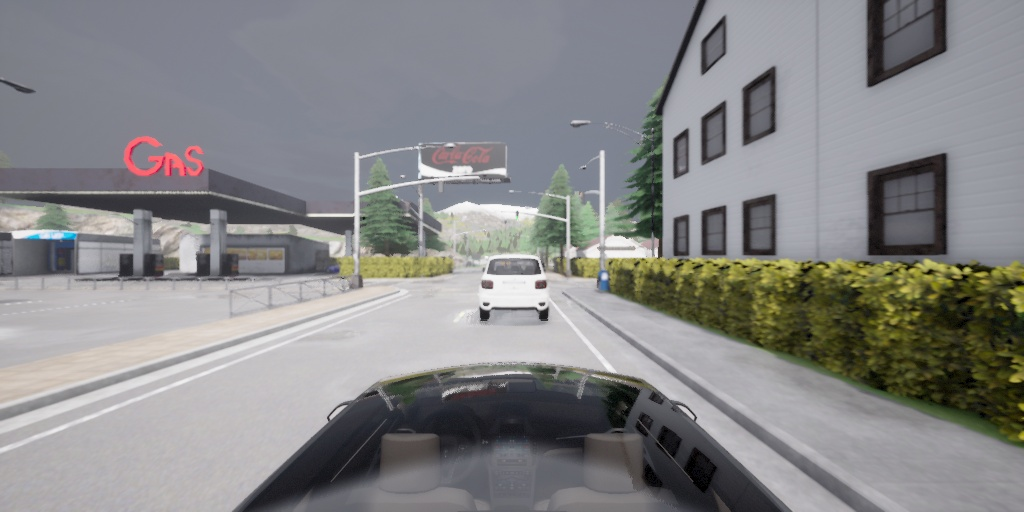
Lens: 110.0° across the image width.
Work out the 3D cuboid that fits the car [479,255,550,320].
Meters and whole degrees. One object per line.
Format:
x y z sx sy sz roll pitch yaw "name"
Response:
0.074 0.993 12.831 2.150 2.045 5.566 0 0 0 "car"
